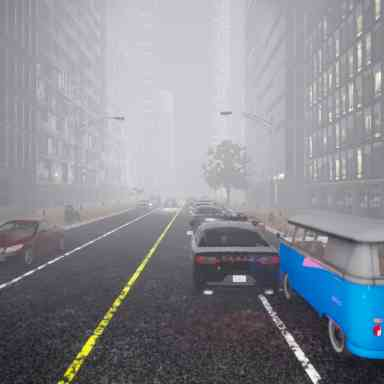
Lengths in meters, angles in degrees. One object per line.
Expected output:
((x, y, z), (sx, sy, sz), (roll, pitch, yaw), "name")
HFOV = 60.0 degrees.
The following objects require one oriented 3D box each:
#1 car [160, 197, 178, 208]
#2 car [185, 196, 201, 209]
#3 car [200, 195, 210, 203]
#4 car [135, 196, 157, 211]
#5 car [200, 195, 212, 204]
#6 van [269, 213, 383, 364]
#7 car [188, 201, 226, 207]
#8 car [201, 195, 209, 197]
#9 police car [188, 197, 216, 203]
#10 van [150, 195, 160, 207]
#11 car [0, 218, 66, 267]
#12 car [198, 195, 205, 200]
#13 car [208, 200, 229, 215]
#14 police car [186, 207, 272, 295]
((-3.067, 1.482, 48.699), (2.128, 1.511, 4.902), (0, 0, 0), "car")
((-0.052, 1.594, 45.802), (1.895, 1.301, 4.718), (0, 0, 0), "car")
((2.597, 1.401, 68.325), (1.967, 1.590, 4.097), (0, 0, 0), "car")
((-5.745, 1.548, 39.855), (2.008, 1.369, 4.403), (0, 0, 0), "car")
((2.605, 1.410, 62.633), (1.967, 1.590, 4.097), (0, 0, 0), "car")
((2.683, 1.341, 5.709), (1.690, 1.788, 3.998), (0, 0, 0), "van")
((0.874, 1.478, 18.725), (1.882, 1.535, 5.008), (0, 0, 0), "car")
((2.628, 1.544, 45.555), (2.008, 1.369, 4.403), (0, 0, 0), "car")
((0.866, 1.425, 24.835), (1.930, 1.638, 5.238), (0, 0, 0), "police car")
((-5.760, 1.328, 51.240), (1.690, 1.788, 3.998), (0, 0, 0), "van")
((-5.706, 1.582, 11.392), (1.802, 1.307, 4.206), (0, 0, 0), "car")
((2.566, 1.463, 91.095), (1.887, 1.381, 4.507), (0, 0, 0), "car")
((2.643, 1.581, 34.171), (1.802, 1.307, 4.206), (0, 0, 0), "car")
((0.888, 1.425, 8.835), (1.930, 1.638, 5.238), (0, 0, 0), "police car")
